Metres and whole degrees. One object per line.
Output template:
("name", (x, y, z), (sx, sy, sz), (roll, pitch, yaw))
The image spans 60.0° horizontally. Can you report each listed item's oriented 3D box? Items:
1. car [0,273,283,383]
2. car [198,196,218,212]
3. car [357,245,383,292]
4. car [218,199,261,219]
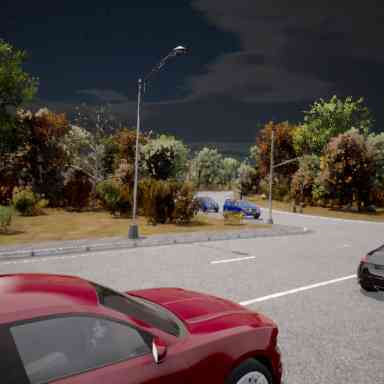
("car", (-1.334, 1.479, 2.794), (5.008, 1.535, 1.882), (0, 0, -36))
("car", (1.942, 1.696, 46.767), (2.150, 2.045, 5.566), (3, 1, -18))
("car", (5.815, 1.666, 7.949), (4.181, 1.385, 1.994), (1, -1, -35))
("car", (5.447, 1.849, 37.170), (2.150, 2.045, 5.566), (3, -1, -22))
